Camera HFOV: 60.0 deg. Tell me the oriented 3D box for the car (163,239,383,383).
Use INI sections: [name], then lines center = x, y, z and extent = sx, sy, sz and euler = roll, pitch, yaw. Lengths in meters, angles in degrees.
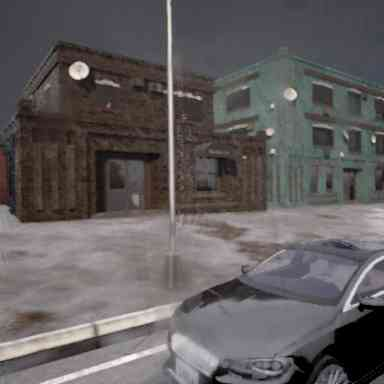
[car]
center = 1.943, 1.488, 4.643
extent = 4.902, 1.511, 2.128
euler = 0, 0, -36
